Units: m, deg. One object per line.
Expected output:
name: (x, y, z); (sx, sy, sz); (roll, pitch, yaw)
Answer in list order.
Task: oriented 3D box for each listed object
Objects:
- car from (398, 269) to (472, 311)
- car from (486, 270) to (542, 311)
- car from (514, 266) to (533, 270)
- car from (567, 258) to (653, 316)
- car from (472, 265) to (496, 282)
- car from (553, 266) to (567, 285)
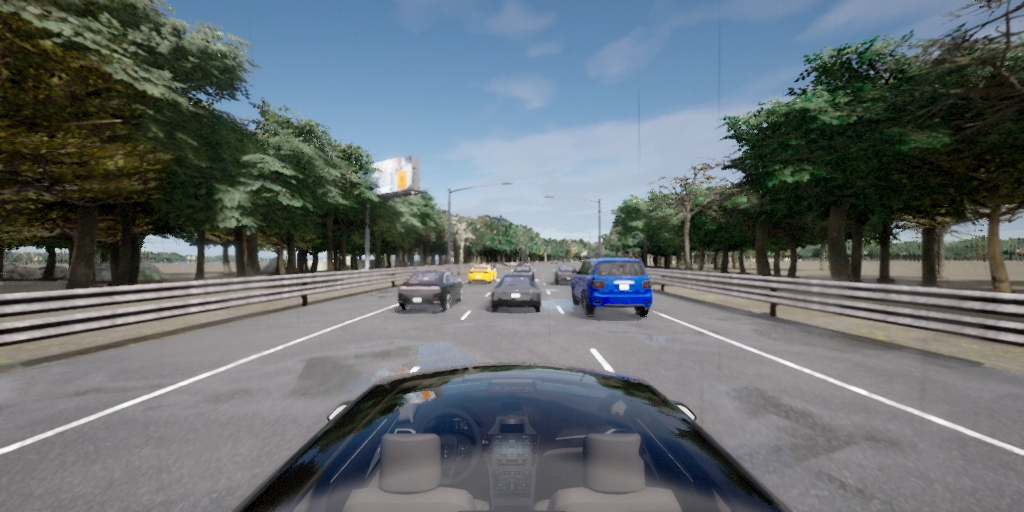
car: (-3.278, 1.380, 15.234); (2.128, 1.511, 4.902); (0, 0, 2)
car: (0.226, 1.452, 15.249); (1.994, 1.385, 4.181); (0, 0, 2)
car: (0.970, 1.532, 29.930); (2.128, 1.511, 4.902); (0, 0, 5)
car: (3.673, 1.101, 14.105); (2.150, 2.045, 5.566); (0, 0, 2)
car: (-2.461, 1.526, 30.882); (1.882, 1.535, 5.008); (0, 0, 5)
car: (4.463, 1.530, 29.707); (2.128, 1.511, 4.902); (0, 0, 5)
